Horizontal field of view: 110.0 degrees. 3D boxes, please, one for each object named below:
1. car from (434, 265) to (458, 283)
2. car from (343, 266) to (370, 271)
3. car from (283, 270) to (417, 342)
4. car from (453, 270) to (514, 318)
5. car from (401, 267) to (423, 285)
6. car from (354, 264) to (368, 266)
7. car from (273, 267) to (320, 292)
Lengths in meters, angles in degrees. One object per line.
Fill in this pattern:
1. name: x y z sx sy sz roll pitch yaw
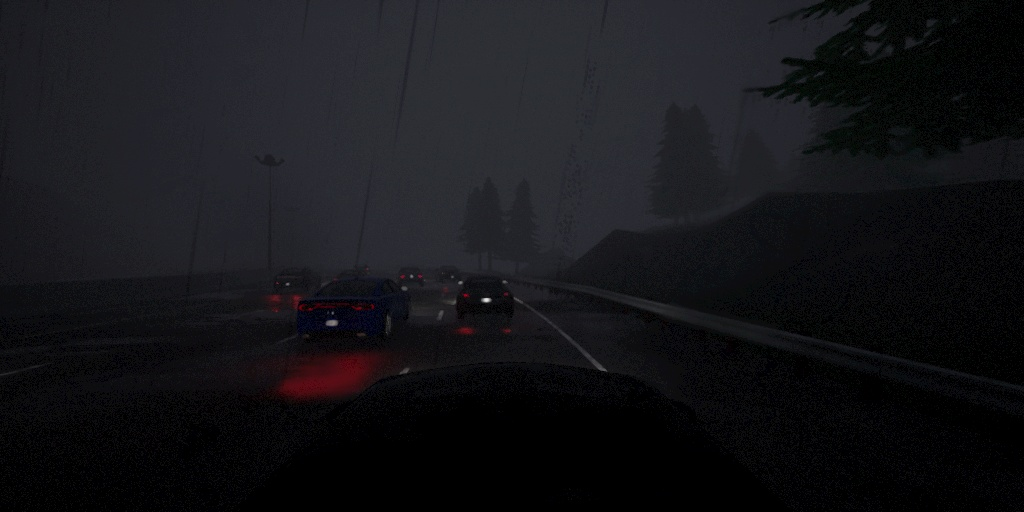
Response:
1. car: -5.711 1.559 31.863 1.812 1.442 4.674 0 -1 -20
2. car: -10.237 1.543 23.204 1.994 1.385 4.181 0 -1 -15
3. car: -4.161 1.319 10.225 1.882 1.535 5.008 0 -1 -6
4. car: -1.082 1.421 13.623 1.994 1.385 4.181 0 0 -7
5. car: -8.096 1.562 28.385 2.033 1.411 5.357 0 -1 -19
6. car: -16.666 1.639 39.444 2.128 1.511 4.902 0 -1 -26
7. car: -13.963 1.490 23.554 2.128 1.511 4.902 0 -1 -16
